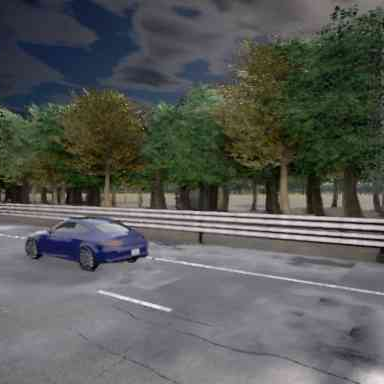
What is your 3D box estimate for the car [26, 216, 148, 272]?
[{"bbox_3d":[-3.465,1.520,10.742,4.674,1.442,1.812,0,0,36],"label":"car"}]
